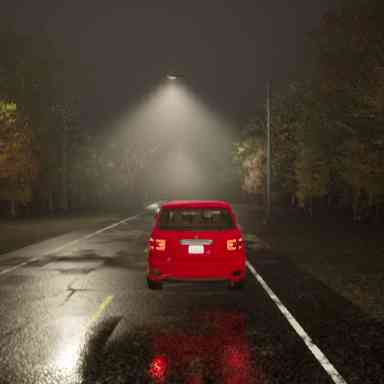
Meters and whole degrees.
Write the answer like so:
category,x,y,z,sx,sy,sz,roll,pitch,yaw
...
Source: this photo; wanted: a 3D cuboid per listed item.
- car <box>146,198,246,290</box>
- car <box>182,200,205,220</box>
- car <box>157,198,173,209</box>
category,x,y,z,sx,sy,sz,roll,pitch,yaw
car,0.092,1.219,9.202,2.150,2.045,5.566,0,0,0
car,0.090,1.517,28.964,1.812,1.442,4.674,0,0,0
car,-3.581,1.512,45.332,1.812,1.442,4.674,0,0,0
